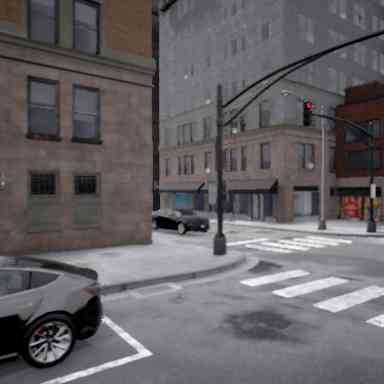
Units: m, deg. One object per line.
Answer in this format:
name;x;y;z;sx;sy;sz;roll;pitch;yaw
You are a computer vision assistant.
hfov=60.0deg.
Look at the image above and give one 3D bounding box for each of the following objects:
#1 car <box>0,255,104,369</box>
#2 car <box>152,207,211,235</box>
car;-3.298;1.564;4.189;4.313;1.339;1.947;0;-1;-36
car;-0.866;1.730;21.097;1.882;1.535;5.008;0;0;-37
